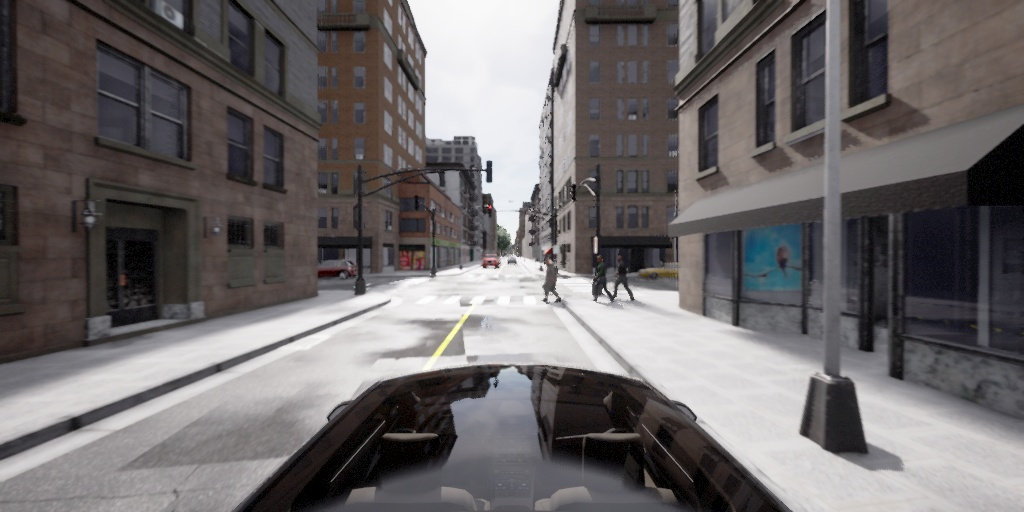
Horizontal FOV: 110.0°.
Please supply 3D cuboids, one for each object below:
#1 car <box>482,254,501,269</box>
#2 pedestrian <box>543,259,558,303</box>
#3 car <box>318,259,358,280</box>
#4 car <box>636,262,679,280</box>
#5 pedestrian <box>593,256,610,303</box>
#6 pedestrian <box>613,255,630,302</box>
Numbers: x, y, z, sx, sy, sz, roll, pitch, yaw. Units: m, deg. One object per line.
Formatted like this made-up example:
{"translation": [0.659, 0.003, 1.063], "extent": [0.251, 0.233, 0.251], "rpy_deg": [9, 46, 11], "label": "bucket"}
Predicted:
{"translation": [-3.060, 0.734, 51.506], "extent": [2.150, 2.045, 5.566], "rpy_deg": [0, 0, 0], "label": "car"}
{"translation": [1.564, 0.986, 14.691], "extent": [0.375, 1.860, 0.375], "rpy_deg": [0, 0, 0], "label": "pedestrian"}
{"translation": [-14.600, 1.051, 28.824], "extent": [4.097, 1.591, 1.967], "rpy_deg": [0, 0, 1], "label": "car"}
{"translation": [12.424, 1.146, 28.541], "extent": [4.829, 1.417, 1.751], "rpy_deg": [0, 0, 1], "label": "car"}
{"translation": [3.372, 0.842, 13.491], "extent": [0.375, 1.860, 0.375], "rpy_deg": [0, 0, 0], "label": "pedestrian"}
{"translation": [4.296, 0.838, 14.090], "extent": [0.375, 1.860, 0.375], "rpy_deg": [0, 0, 0], "label": "pedestrian"}
